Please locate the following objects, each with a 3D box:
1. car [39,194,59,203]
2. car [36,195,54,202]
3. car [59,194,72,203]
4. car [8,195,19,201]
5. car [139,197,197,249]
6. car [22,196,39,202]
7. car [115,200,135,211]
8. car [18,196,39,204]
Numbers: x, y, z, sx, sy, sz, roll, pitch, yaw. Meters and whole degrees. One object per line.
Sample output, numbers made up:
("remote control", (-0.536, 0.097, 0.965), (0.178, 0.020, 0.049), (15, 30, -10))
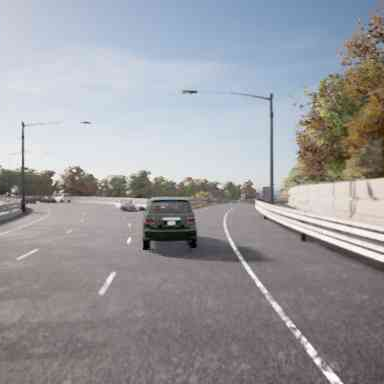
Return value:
("car", (-31.723, 1.708, 72.930), (2.128, 1.511, 4.902), (0, 0, -44))
("car", (-36.598, 1.569, 82.881), (4.902, 1.511, 2.128), (0, 0, 41))
("car", (-29.293, 1.391, 75.446), (2.150, 2.045, 5.566), (0, 0, -44))
("car", (-41.389, 1.570, 77.777), (4.892, 1.490, 1.837), (0, 0, 41))
("car", (-1.144, 1.232, 14.863), (2.150, 2.045, 5.566), (0, 0, -8))
("car", (-39.016, 1.652, 80.349), (4.718, 1.301, 1.895), (0, 0, 41))
("car", (-8.679, 1.657, 42.715), (1.895, 1.301, 4.718), (0, 0, -22))
("car", (-35.056, 1.719, 71.375), (1.812, 1.442, 4.674), (0, 0, -44))
